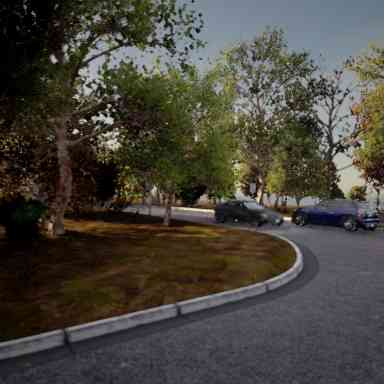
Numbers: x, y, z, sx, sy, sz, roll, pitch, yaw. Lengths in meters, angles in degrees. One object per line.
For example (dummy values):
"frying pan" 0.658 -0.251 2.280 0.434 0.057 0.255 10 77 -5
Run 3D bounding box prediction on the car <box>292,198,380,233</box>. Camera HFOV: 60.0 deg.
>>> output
"car" 7.937 1.173 18.807 2.097 1.767 4.553 1 0 -36

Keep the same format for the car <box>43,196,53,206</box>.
"car" -13.042 0.655 34.681 4.553 1.767 2.097 1 0 -3

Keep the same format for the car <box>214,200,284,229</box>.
"car" 3.196 1.225 19.544 1.812 1.442 4.674 1 0 -36
